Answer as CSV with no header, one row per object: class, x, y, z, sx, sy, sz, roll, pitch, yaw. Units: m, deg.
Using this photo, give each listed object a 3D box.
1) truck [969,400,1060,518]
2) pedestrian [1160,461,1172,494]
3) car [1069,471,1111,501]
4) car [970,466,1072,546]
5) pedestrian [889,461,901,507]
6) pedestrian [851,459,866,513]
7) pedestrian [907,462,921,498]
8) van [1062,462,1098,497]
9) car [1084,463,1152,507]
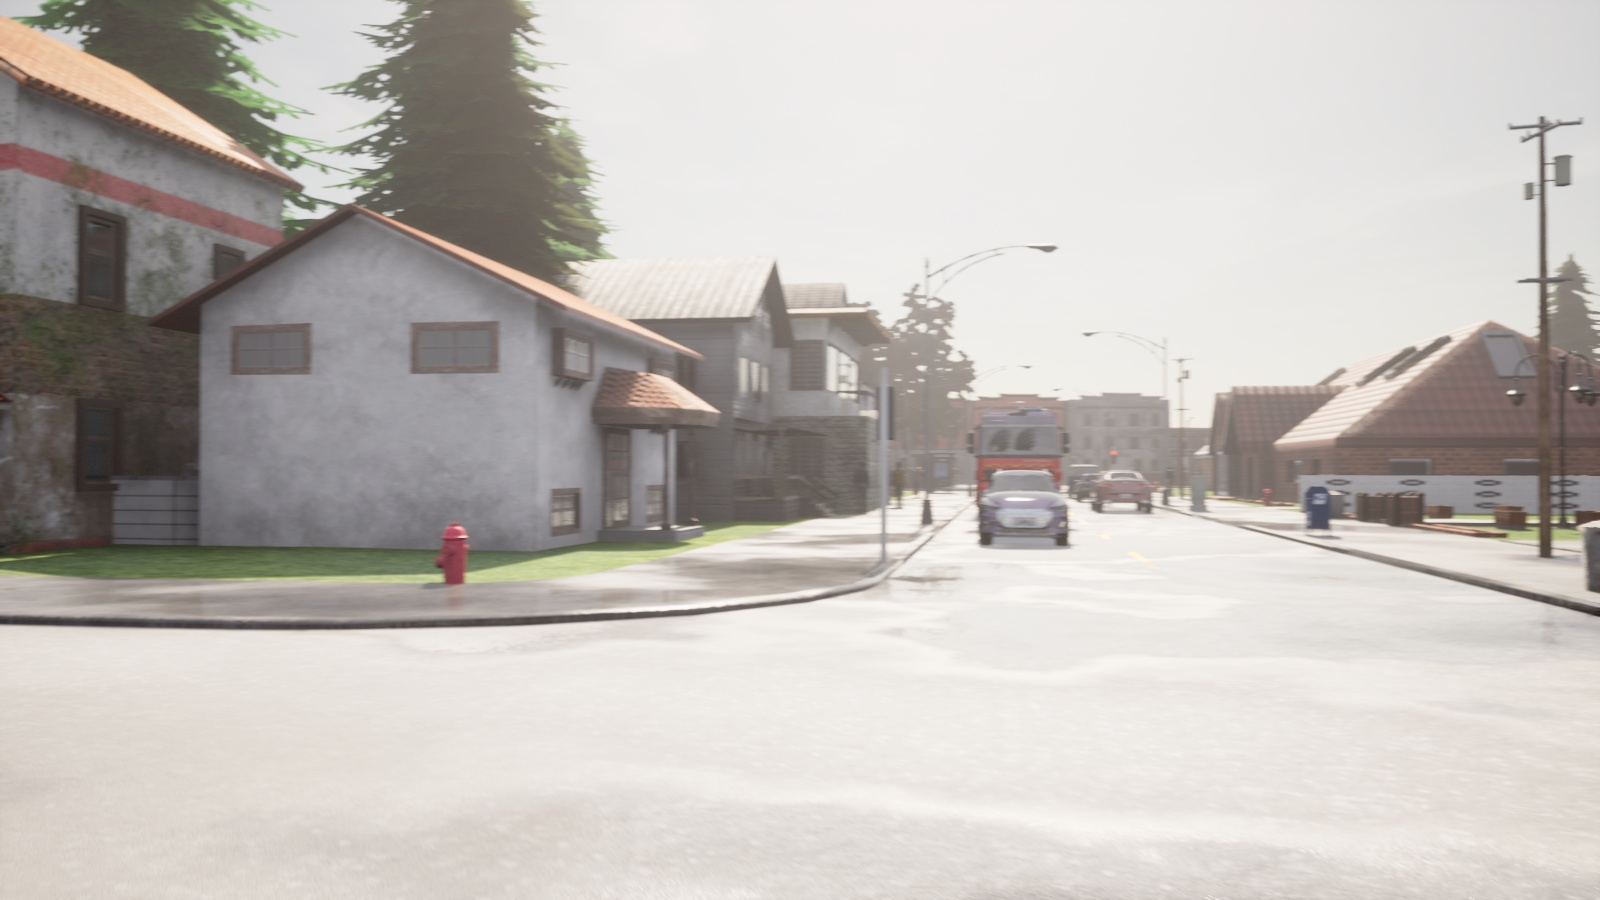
truck,7.705,0.368,45.315,2.891,3.827,8.468,-1,-1,9
pedestrian,21.973,1.662,75.403,0.423,1.949,0.788,0,-1,-6
car,15.000,1.835,65.087,1.816,1.474,4.193,-1,-1,9
car,4.910,1.191,28.220,2.033,1.649,4.856,-1,-1,9
pedestrian,3.766,1.342,49.766,0.431,1.840,0.709,0,-1,8
pedestrian,2.016,1.246,43.438,0.370,1.835,0.726,-1,-1,15
pedestrian,6.277,1.650,68.917,0.659,1.952,0.873,-1,-1,11
van,16.374,1.709,73.582,1.775,1.987,4.442,-1,-1,10
car,12.423,1.350,49.341,2.152,1.651,5.027,-1,-1,9
